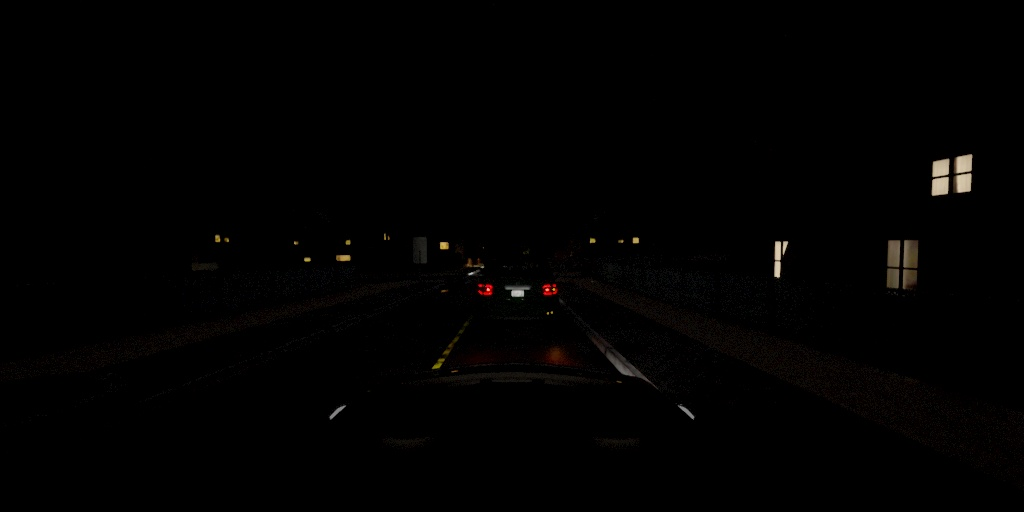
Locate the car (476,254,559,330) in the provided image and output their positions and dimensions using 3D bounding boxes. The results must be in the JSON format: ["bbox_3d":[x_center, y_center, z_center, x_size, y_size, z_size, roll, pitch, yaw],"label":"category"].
[{"bbox_3d":[0.146,0.969,11.183,2.150,2.045,5.566,0,0,0],"label":"car"}]

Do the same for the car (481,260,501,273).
[{"bbox_3d":[-2.610,1.260,45.790,2.128,1.511,4.902,0,0,0],"label":"car"}]

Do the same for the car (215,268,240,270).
[{"bbox_3d":[-24.480,1.729,31.315,4.718,1.301,1.895,-1,2,0],"label":"car"}]

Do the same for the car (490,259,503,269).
[{"bbox_3d":[-2.521,1.323,59.624,1.812,1.442,4.674,0,0,1],"label":"car"}]
